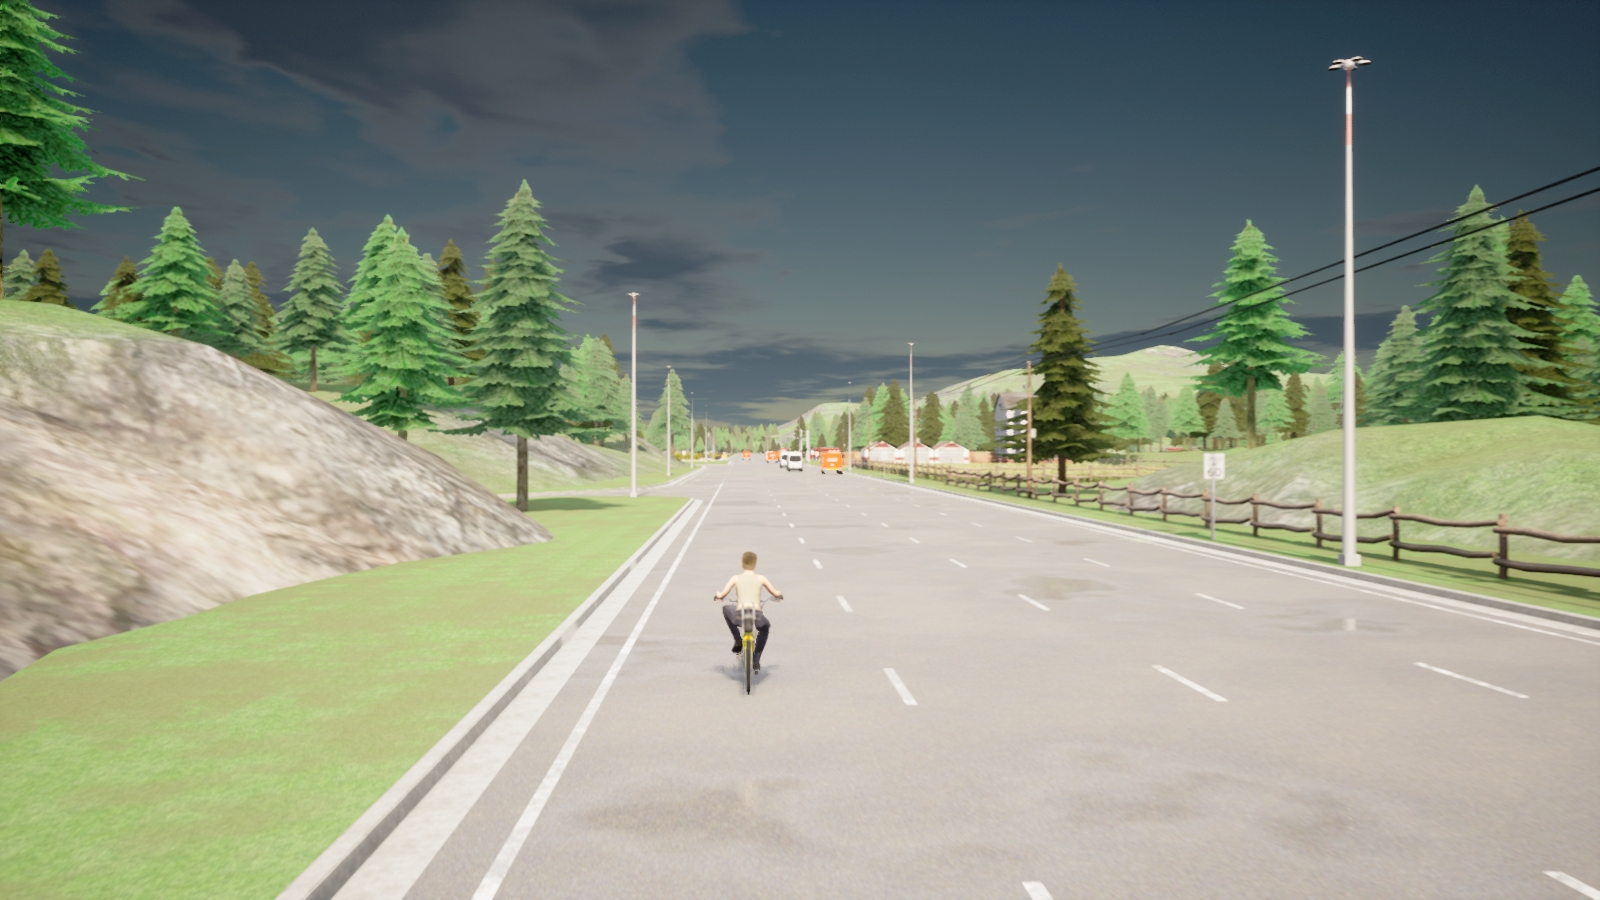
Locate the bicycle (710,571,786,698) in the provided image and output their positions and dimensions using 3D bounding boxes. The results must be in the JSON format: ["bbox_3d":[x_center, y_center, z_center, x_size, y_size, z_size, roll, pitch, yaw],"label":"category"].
[{"bbox_3d":[-0.614,2.164,13.667,0.859,1.276,1.487,0,0,-2],"label":"bicycle"}]
